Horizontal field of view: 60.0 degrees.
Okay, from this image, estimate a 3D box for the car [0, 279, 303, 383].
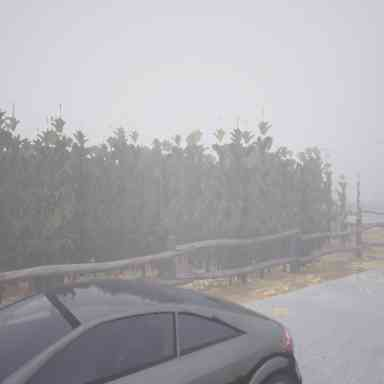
[{"bbox_3d":[-0.996,1.562,2.781,4.181,1.385,1.994,0,0,-35],"label":"car"}]
